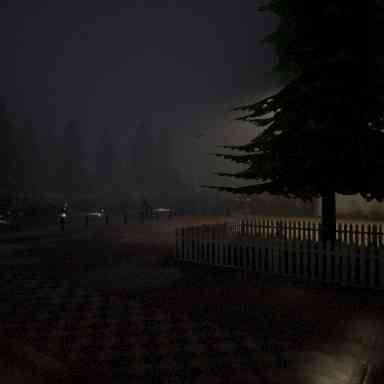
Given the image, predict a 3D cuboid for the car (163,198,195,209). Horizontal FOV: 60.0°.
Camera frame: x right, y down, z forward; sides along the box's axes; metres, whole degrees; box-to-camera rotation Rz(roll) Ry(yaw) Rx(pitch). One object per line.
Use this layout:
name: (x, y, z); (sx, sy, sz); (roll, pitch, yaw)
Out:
car: (-1.653, 1.547, 45.656); (2.033, 1.411, 5.357); (0, 0, 36)

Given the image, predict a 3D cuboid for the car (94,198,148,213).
car: (-7.822, 1.547, 37.028); (2.033, 1.411, 5.357); (0, 0, 35)

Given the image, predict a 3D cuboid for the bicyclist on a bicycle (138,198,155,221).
bicyclist on a bicycle: (-3.363, 1.302, 24.363); (1.656, 1.620, 0.582); (0, 0, 35)

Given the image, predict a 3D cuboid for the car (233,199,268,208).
car: (8.425, 1.221, 47.423); (2.150, 2.045, 5.566); (0, 0, 36)

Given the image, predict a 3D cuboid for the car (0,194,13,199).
car: (-18.155, 1.222, 28.566); (2.150, 2.045, 5.566); (0, 0, 35)

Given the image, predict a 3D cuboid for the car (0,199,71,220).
car: (-13.668, 1.547, 28.831); (2.033, 1.411, 5.357); (0, 0, 35)

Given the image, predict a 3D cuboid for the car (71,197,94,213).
car: (-12.554, 1.352, 36.419); (2.097, 1.767, 4.553); (0, 0, 36)

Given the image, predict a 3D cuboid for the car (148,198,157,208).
car: (-6.608, 1.526, 44.753); (1.812, 1.442, 4.674); (0, 0, 36)

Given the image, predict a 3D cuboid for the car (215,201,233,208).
car: (5.157, 1.564, 48.940); (1.994, 1.385, 4.181); (0, 0, 35)

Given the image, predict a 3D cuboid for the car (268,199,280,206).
car: (14.335, 1.547, 55.724); (2.033, 1.411, 5.357); (0, 0, 36)
